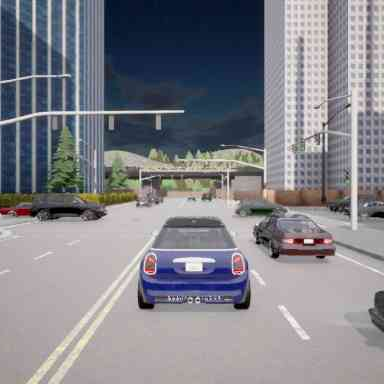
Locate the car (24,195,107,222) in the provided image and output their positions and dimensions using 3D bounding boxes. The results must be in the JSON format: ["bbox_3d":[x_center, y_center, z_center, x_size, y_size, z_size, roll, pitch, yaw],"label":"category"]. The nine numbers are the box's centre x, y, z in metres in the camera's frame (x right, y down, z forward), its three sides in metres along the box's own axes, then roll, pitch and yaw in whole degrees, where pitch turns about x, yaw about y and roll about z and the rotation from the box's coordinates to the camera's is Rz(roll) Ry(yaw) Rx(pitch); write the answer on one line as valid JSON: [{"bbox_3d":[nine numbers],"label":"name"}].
[{"bbox_3d":[-9.464,1.223,25.631,5.566,2.045,2.150,0,0,-1],"label":"car"}]

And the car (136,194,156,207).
[{"bbox_3d":[-7.137,1.491,49.786,2.128,1.511,4.902,0,0,0],"label":"car"}]

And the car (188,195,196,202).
[{"bbox_3d":[-0.065,1.501,77.708,1.812,1.442,4.674,0,0,0],"label":"car"}]

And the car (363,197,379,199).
[{"bbox_3d":[19.992,1.526,33.099,4.674,1.442,1.812,0,0,0],"label":"car"}]

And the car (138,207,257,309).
[{"bbox_3d":[0.053,1.352,8.018,2.097,1.767,4.553,0,0,0],"label":"car"}]

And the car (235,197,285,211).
[{"bbox_3d":[6.056,1.352,29.375,4.553,1.767,2.097,0,0,-1],"label":"car"}]

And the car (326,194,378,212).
[{"bbox_3d":[17.813,1.221,36.631,5.566,2.045,2.150,0,0,0],"label":"car"}]

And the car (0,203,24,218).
[{"bbox_3d":[-14.037,1.601,29.367,4.718,1.301,1.895,0,0,-5],"label":"car"}]

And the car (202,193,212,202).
[{"bbox_3d":[3.435,1.202,77.740,2.150,2.045,5.566,0,0,0],"label":"car"}]

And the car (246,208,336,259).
[{"bbox_3d":[3.599,1.547,12.648,2.033,1.411,5.357,0,0,1],"label":"car"}]

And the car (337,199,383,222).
[{"bbox_3d":[14.451,1.491,25.939,4.902,1.511,2.128,0,0,0],"label":"car"}]

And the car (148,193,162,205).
[{"bbox_3d":[-7.122,1.221,59.653,2.150,2.045,5.566,0,0,0],"label":"car"}]

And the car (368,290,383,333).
[{"bbox_3d":[3.599,1.547,2.580,2.033,1.411,5.357,0,0,0],"label":"car"}]
